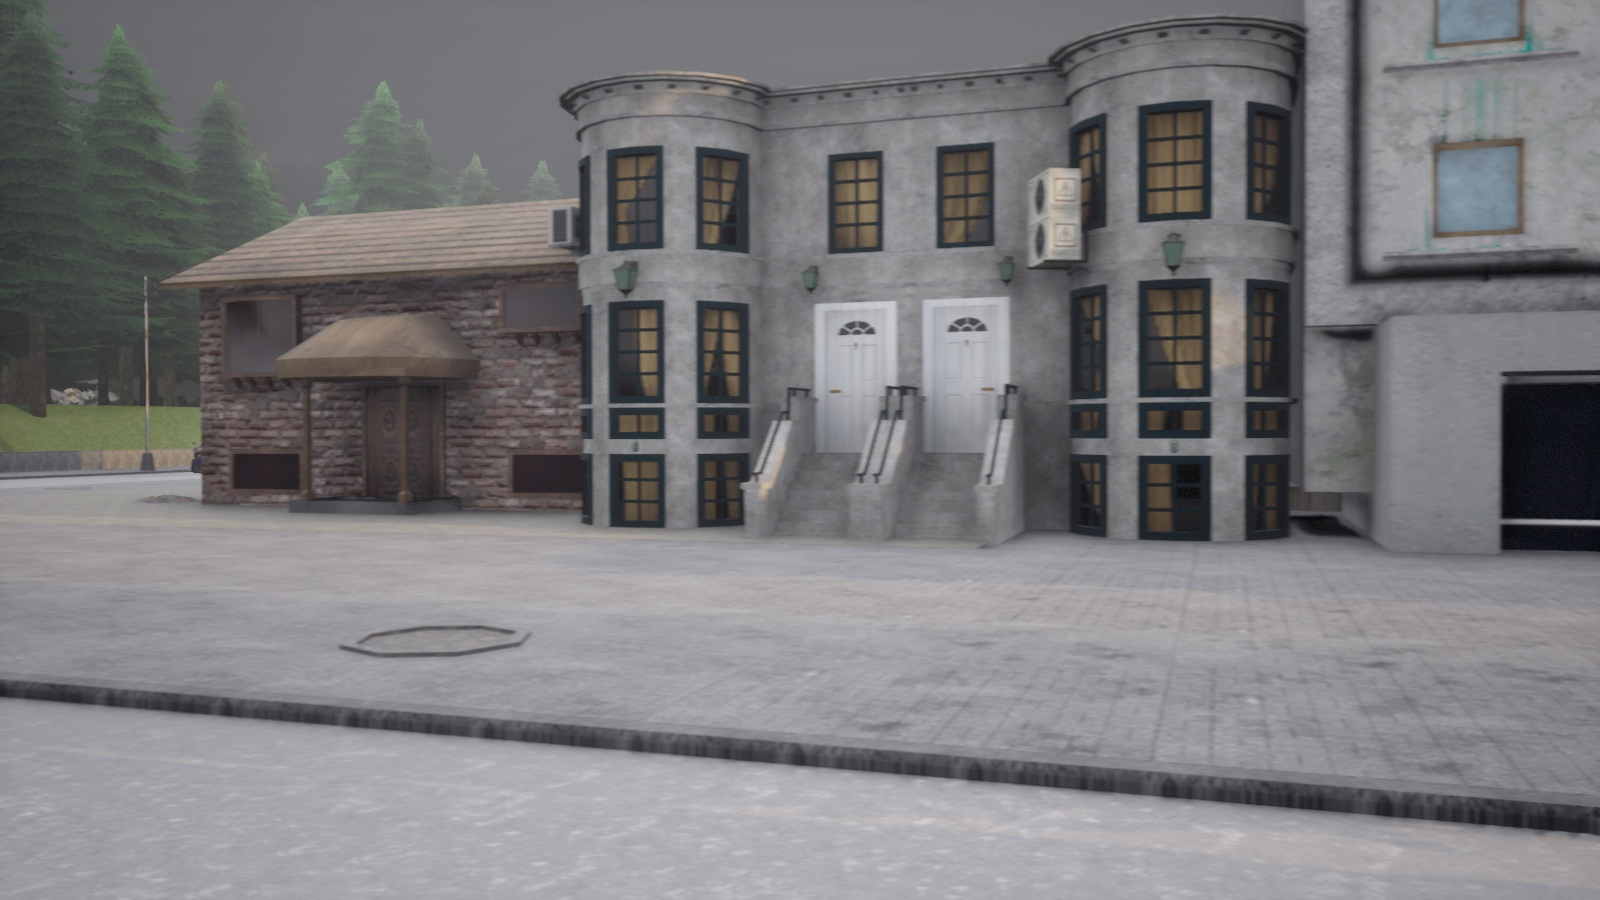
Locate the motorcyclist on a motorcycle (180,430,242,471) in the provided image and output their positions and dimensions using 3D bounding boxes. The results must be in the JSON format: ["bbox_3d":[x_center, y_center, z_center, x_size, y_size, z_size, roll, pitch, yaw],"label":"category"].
[{"bbox_3d":[-22.469,0.009,47.973,0.866,1.530,2.191,1,1,19],"label":"motorcyclist on a motorcycle"}]
